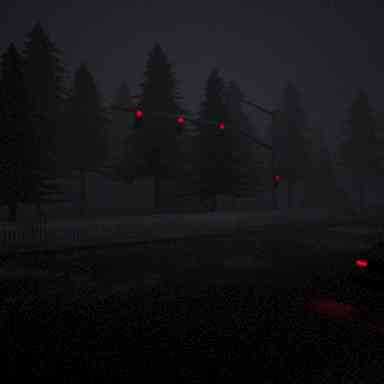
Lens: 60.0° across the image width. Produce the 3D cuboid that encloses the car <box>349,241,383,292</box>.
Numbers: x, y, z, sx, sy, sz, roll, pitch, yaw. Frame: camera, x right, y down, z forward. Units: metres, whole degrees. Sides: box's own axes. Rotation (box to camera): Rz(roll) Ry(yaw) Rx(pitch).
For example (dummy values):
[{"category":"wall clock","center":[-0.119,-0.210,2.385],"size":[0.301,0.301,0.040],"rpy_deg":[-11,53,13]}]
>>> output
[{"category":"car","center":[5.936,1.571,7.965],"size":[5.357,1.411,2.033],"rpy_deg":[0,0,-35]}]
